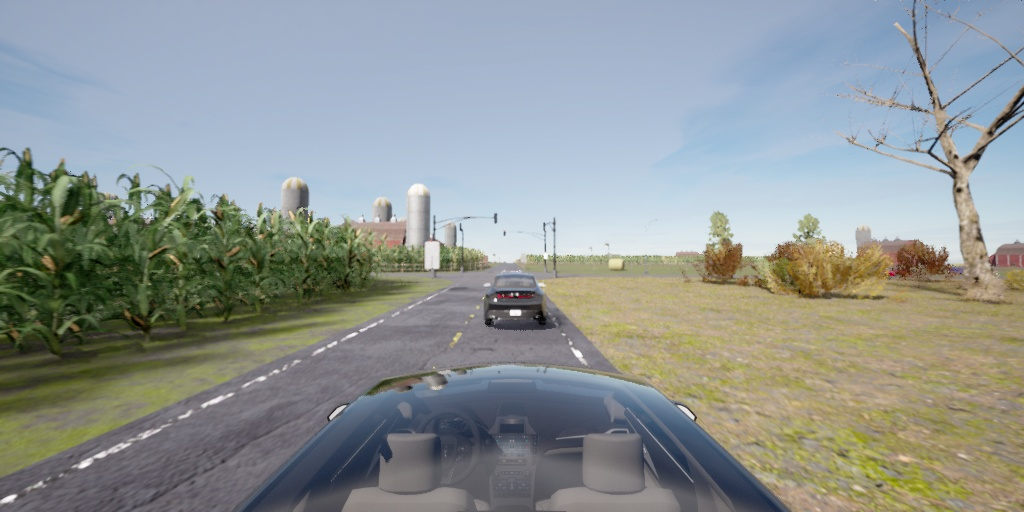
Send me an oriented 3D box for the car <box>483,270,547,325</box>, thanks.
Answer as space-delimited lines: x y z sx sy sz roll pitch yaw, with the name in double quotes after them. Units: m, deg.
0.089 1.325 12.141 1.837 1.490 4.892 0 -1 0 "car"
